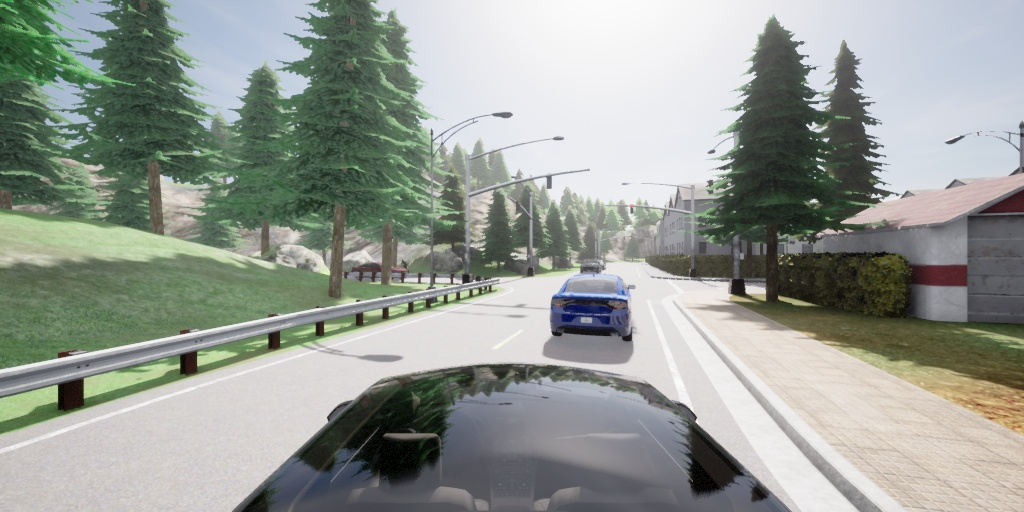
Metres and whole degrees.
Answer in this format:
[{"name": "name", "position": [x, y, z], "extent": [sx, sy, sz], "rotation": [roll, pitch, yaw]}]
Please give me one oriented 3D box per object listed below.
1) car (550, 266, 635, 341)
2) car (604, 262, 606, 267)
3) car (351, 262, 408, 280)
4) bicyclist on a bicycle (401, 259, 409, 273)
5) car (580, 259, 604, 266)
[{"name": "car", "position": [2.372, 1.228, 10.062], "extent": [1.882, 1.535, 5.008], "rotation": [0, 0, 18]}, {"name": "car", "position": [12.772, 1.297, 52.735], "extent": [2.033, 1.411, 5.357], "rotation": [0, 0, 19]}, {"name": "car", "position": [-11.251, 1.243, 30.552], "extent": [5.008, 1.535, 1.882], "rotation": [0, 0, 18]}, {"name": "bicyclist on a bicycle", "position": [-11.447, 1.167, 38.035], "extent": [0.582, 1.620, 1.656], "rotation": [-2, 5, 18]}, {"name": "car", "position": [9.438, 1.102, 42.821], "extent": [2.097, 1.767, 4.553], "rotation": [0, 0, 19]}]
